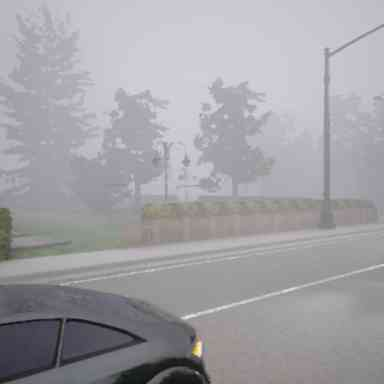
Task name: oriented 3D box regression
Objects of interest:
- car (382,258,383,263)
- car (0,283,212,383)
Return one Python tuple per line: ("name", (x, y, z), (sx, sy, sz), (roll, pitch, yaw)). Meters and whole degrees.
("car", (7.190, 1.600, 9.083), (4.718, 1.301, 1.895), (0, 0, -35))
("car", (-1.863, 1.565, 2.646), (4.181, 1.385, 1.994), (0, 0, -36))
